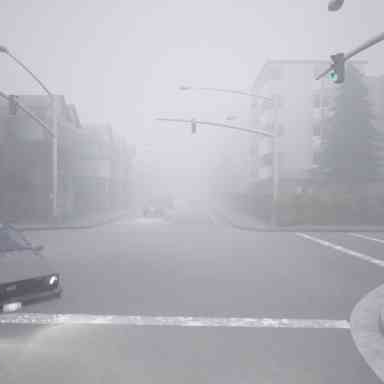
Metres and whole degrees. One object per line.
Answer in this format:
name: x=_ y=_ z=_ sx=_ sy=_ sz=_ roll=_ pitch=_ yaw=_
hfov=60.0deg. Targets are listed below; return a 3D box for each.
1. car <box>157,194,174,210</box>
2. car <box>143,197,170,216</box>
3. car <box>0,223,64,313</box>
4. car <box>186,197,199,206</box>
car: x=-3.560 y=1.221 z=42.919 sx=2.150 sy=2.045 sz=5.566 roll=0 pitch=0 yaw=0
car: x=-3.584 y=1.491 z=32.343 sx=2.128 sy=1.511 sz=4.902 roll=0 pitch=0 yaw=0
car: x=-4.717 y=1.451 z=7.477 sx=2.033 sy=1.411 sz=5.357 roll=-2 pitch=2 yaw=-42
car: x=-0.001 y=1.526 z=55.234 sx=1.812 sy=1.442 sz=4.674 roll=0 pitch=0 yaw=-3
